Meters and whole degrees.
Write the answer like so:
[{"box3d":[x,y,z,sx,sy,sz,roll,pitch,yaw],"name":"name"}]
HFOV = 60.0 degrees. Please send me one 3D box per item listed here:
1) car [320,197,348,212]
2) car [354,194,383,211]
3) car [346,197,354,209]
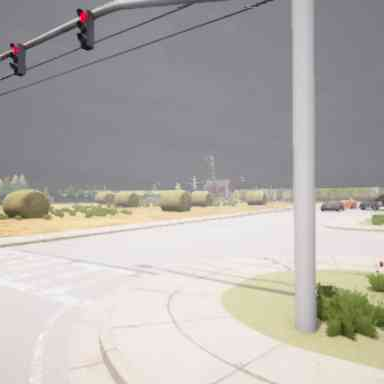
[{"box3d":[16.815,1.666,39.846,1.994,1.385,4.181,-2,-2,35],"name":"car"},{"box3d":[22.130,1.273,40.320,1.905,1.878,3.866,-6,-1,-9],"name":"car"},{"box3d":[22.362,1.536,48.116,2.097,1.767,4.553,-1,-1,34],"name":"car"}]
